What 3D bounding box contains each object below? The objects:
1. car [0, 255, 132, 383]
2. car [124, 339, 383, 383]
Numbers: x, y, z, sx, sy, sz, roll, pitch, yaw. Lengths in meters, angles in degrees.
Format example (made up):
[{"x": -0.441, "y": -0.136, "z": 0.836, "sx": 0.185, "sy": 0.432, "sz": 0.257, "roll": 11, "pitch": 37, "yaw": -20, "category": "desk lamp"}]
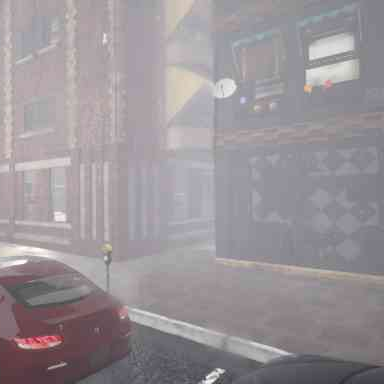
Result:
[{"x": -2.670, "y": 1.583, "z": 4.741, "sx": 4.206, "sy": 1.307, "sz": 1.802, "roll": 0, "pitch": -1, "yaw": 35, "category": "car"}, {"x": 1.941, "y": 1.566, "z": 1.464, "sx": 4.313, "sy": 1.339, "sz": 1.947, "roll": 0, "pitch": -1, "yaw": 35, "category": "car"}]
